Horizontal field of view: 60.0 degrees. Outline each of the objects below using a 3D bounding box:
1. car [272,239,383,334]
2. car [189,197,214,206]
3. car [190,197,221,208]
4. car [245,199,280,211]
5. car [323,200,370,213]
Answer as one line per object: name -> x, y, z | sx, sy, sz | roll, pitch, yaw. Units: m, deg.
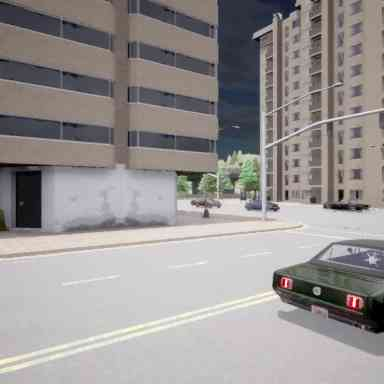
car -> 3.839, 1.601, 6.516 | 4.718, 1.301, 1.895 | 0, 0, -35
car -> 1.536, 1.564, 54.371 | 1.994, 1.385, 4.181 | 0, 0, -36
car -> 2.161, 1.526, 47.251 | 1.812, 1.442, 4.674 | 0, 0, -36
car -> 8.172, 1.564, 38.938 | 1.994, 1.385, 4.181 | 0, 0, -36
car -> 17.450, 1.601, 37.873 | 1.895, 1.301, 4.718 | 0, 0, -35
